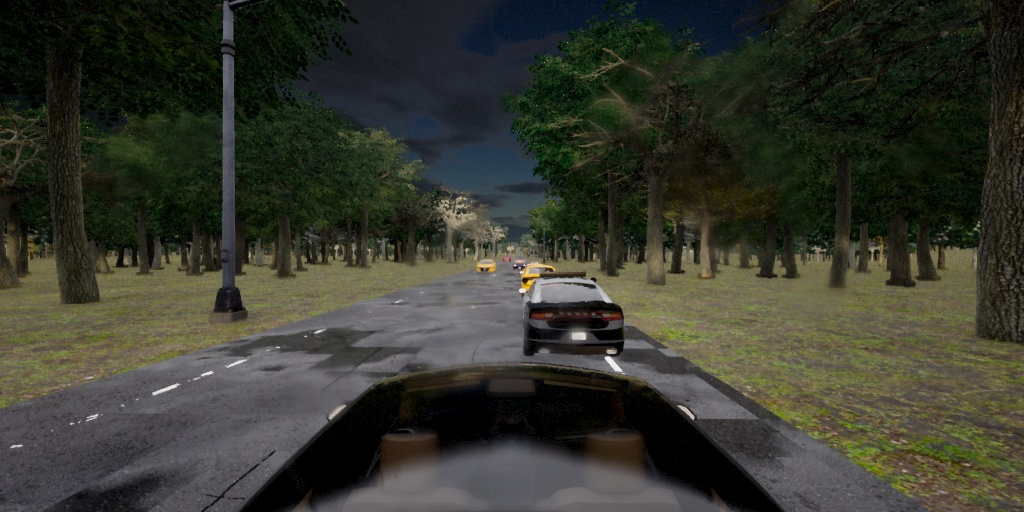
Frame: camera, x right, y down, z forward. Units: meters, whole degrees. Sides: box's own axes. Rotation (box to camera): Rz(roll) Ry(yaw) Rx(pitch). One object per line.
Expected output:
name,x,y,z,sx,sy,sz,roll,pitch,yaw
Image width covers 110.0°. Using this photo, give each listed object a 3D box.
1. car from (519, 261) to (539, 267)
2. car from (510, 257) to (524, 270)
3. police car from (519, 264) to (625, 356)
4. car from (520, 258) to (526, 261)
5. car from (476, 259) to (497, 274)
car,1.430,1.208,18.618,1.882,1.535,5.008,0,0,1
car,1.087,1.228,48.591,1.895,1.301,4.718,0,0,2
police car,1.208,1.170,8.728,1.930,1.638,5.238,0,0,1
car,1.569,1.172,24.806,1.801,1.575,5.366,0,0,1
car,-2.755,1.146,39.344,1.882,1.535,5.008,0,0,1
